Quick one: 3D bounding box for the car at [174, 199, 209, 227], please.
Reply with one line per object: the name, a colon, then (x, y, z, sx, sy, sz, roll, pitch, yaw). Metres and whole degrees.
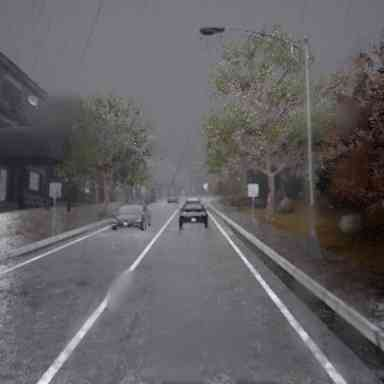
car: (0.093, 1.466, 22.532, 2.128, 1.511, 4.902, 0, 0, 0)

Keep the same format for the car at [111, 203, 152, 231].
car: (-3.606, 1.481, 20.436, 1.837, 1.490, 4.892, 0, 0, 0)

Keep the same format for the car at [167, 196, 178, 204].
car: (-3.451, 1.486, 60.728, 2.033, 1.411, 5.357, 0, 0, 2)

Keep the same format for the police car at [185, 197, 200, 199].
police car: (0.085, 1.378, 41.755, 1.930, 1.638, 5.238, 0, 0, 0)
